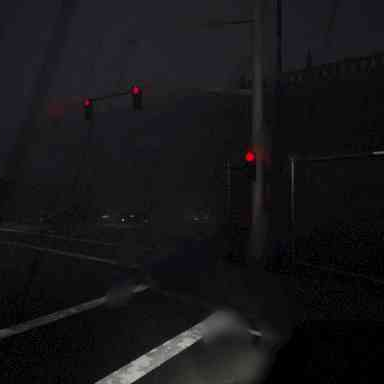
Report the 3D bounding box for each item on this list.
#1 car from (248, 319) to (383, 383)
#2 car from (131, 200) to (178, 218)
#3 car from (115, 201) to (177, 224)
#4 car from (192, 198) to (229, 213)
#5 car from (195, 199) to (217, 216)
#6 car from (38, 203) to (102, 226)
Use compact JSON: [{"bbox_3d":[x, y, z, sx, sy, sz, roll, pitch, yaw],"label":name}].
[{"bbox_3d":[2.971,1.547,1.848,5.357,1.411,2.033,0,0,36],"label":"car"},{"bbox_3d":[-3.478,1.581,31.711,1.812,1.442,4.674,0,0,36],"label":"car"},{"bbox_3d":[-3.366,1.603,25.837,2.033,1.411,5.357,0,0,35],"label":"car"},{"bbox_3d":[2.304,1.547,39.848,2.128,1.511,4.902,0,0,35],"label":"car"},{"bbox_3d":[2.471,1.603,34.047,2.033,1.411,5.357,0,0,35],"label":"car"},{"bbox_3d":[-8.769,1.581,24.312,1.812,1.442,4.674,0,0,37],"label":"car"}]
